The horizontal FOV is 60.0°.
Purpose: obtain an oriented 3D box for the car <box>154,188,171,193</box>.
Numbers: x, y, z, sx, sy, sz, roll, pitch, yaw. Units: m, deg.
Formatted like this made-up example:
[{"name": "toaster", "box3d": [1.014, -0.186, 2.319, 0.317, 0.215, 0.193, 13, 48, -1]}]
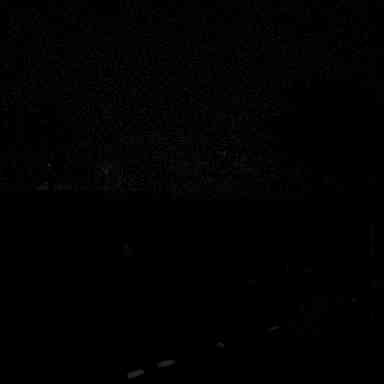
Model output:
[{"name": "car", "box3d": [-6.876, -0.499, 75.638, 2.033, 1.411, 5.357, 4, 0, -35]}]
